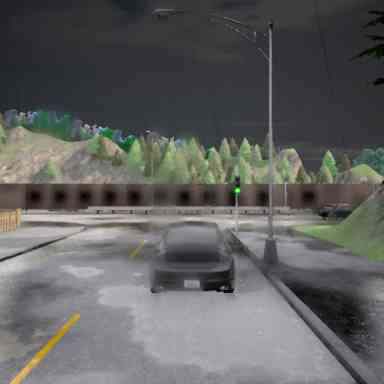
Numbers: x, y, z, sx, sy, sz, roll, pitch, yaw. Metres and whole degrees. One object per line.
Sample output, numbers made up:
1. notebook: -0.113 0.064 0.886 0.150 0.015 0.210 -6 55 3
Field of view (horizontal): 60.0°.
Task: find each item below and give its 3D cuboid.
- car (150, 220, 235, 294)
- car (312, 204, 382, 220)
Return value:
1. car: 0.021 1.508 8.810 1.837 1.490 4.892 0 0 0
2. car: 12.433 1.607 27.133 4.718 1.301 1.895 0 0 0
